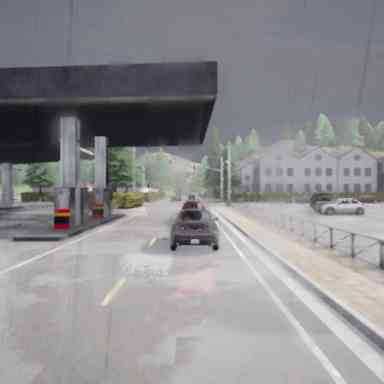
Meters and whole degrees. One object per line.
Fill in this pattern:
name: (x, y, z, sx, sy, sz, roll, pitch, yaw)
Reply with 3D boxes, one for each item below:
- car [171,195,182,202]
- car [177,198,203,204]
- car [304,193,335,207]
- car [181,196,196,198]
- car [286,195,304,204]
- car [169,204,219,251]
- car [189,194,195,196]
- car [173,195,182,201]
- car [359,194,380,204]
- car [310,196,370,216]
car: (-3.501, 1.382, 72.189, 1.994, 1.385, 4.181, 0, 0, 0)
car: (0.099, 1.420, 24.179, 1.882, 1.535, 5.008, 0, 0, 0)
car: (13.276, 1.001, 32.015, 3.866, 1.878, 1.905, 0, 0, -1)
car: (0.097, 1.424, 34.158, 1.837, 1.490, 4.892, 0, 0, 0)
car: (17.960, 1.171, 54.656, 4.902, 1.511, 2.128, 0, 0, 0)
car: (0.100, 1.472, 14.017, 1.837, 1.490, 4.892, 0, 0, 0)
car: (-0.001, 1.299, 85.213, 1.837, 1.490, 4.892, 0, 0, 0)
car: (-3.501, 1.401, 82.184, 1.895, 1.301, 4.718, 0, 0, 0)
car: (28.203, 1.157, 54.690, 5.008, 1.535, 1.882, 0, 0, 0)
car: (12.684, 1.293, 28.687, 3.806, 1.475, 1.970, 0, 0, -1)
